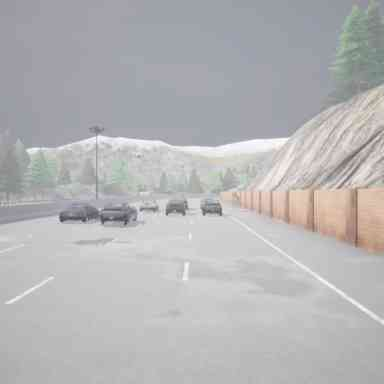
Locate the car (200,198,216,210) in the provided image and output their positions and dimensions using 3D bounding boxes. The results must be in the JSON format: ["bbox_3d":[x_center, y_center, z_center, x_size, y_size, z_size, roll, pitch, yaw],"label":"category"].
[{"bbox_3d":[2.036,1.525,43.192,1.812,1.442,4.674,0,0,1],"label":"car"}]

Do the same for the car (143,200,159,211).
[{"bbox_3d":[-4.998,1.601,39.597,1.895,1.301,4.718,0,0,1],"label":"car"}]

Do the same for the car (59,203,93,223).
[{"bbox_3d":[-8.645,1.565,25.843,1.994,1.385,4.181,0,0,1],"label":"car"}]

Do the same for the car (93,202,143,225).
[{"bbox_3d":[-5.165,1.490,23.905,2.128,1.511,4.902,0,0,1],"label":"car"}]

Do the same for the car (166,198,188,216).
[{"bbox_3d":[-1.570,1.505,32.933,1.837,1.490,4.892,0,0,0],"label":"car"}]

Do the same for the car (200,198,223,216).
[{"bbox_3d":[1.929,1.491,32.741,2.128,1.511,4.902,0,0,1],"label":"car"}]
